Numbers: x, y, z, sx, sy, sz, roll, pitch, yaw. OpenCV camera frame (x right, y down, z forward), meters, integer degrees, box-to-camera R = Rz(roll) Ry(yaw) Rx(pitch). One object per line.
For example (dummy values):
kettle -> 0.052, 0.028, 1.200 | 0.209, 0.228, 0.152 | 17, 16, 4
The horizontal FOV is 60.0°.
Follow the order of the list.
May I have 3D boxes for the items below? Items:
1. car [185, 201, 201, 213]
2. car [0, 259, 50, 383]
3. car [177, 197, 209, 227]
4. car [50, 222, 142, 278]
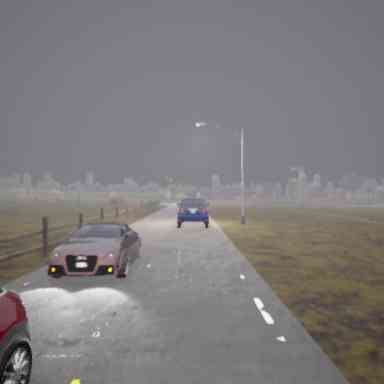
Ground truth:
car -> 0.107, 1.886, 43.008 | 1.994, 1.385, 4.181 | 0, 0, 0
car -> -2.841, 1.365, 1.834 | 2.097, 1.767, 4.553 | 0, 0, 0
car -> 0.083, 1.394, 24.166 | 2.150, 2.045, 5.566 | 0, 0, 0
car -> -2.747, 1.635, 10.253 | 1.994, 1.385, 4.181 | 0, 0, 0
